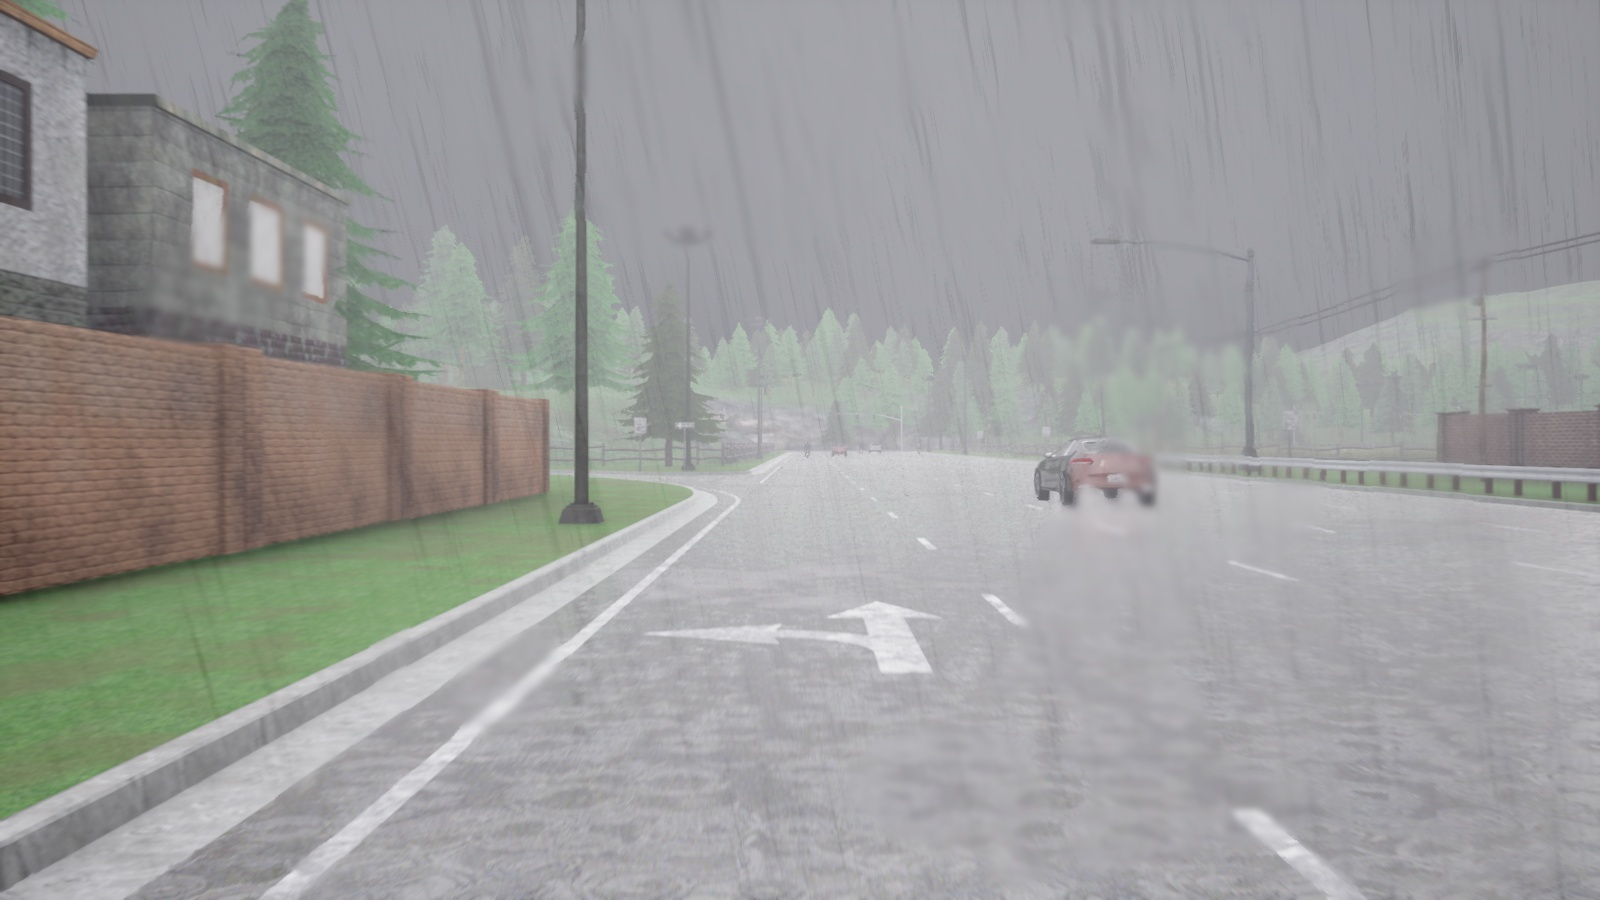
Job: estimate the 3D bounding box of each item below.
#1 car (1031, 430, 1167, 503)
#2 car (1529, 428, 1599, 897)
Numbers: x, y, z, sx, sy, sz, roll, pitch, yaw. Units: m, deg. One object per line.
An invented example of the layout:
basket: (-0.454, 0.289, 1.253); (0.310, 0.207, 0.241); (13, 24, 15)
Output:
car: (7.190, 0.359, 30.730); (2.152, 1.651, 5.027); (0, 0, 0)
car: (3.531, 0.713, 2.698); (1.789, 1.549, 3.705); (0, 0, 0)
